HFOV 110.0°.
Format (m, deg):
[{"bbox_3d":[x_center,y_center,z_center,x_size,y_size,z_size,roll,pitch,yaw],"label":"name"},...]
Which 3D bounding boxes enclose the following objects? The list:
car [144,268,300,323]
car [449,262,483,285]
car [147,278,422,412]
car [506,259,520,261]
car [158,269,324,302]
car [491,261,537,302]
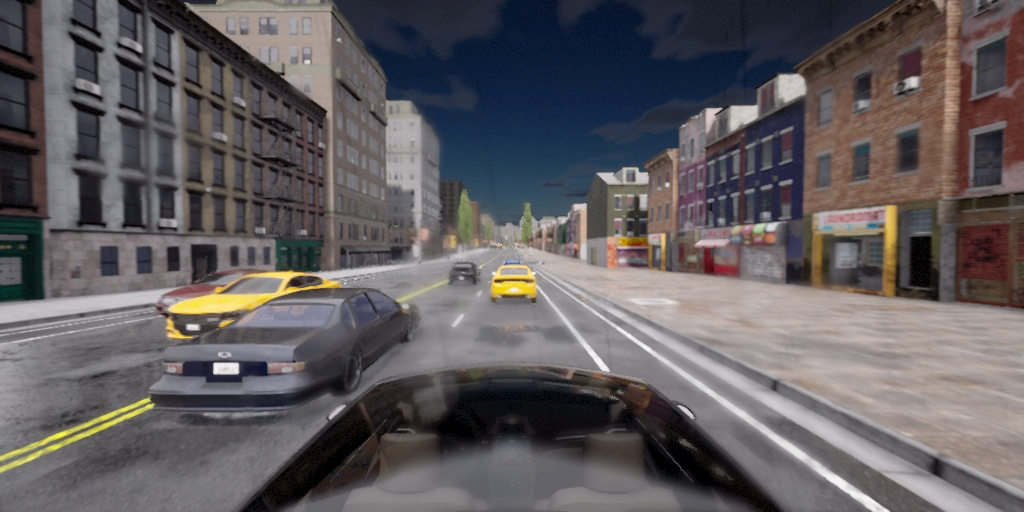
[{"bbox_3d":[-9.853,1.227,12.818,1.812,1.442,4.674,0,0,0],"label":"car"},{"bbox_3d":[-3.161,1.136,24.846,1.837,1.490,4.892,0,0,0],"label":"car"},{"bbox_3d":[-3.154,1.274,6.465,2.033,1.411,5.357,0,0,0],"label":"car"},{"bbox_3d":[0.084,1.004,37.857,1.882,1.535,5.008,0,1,0],"label":"car"},{"bbox_3d":[-6.602,1.190,9.910,1.882,1.535,5.008,0,0,0],"label":"car"},{"bbox_3d":[0.093,1.158,16.504,1.882,1.535,5.008,0,0,0],"label":"car"}]
